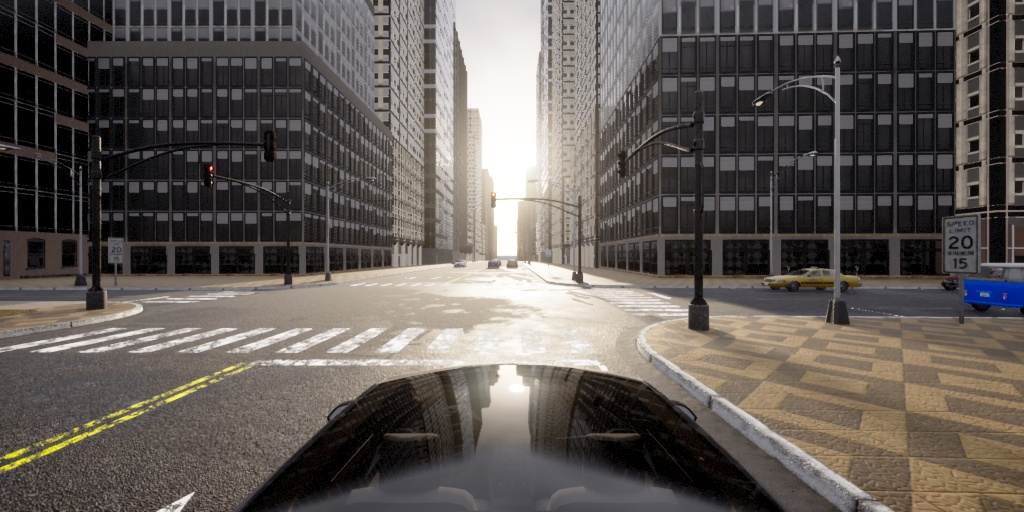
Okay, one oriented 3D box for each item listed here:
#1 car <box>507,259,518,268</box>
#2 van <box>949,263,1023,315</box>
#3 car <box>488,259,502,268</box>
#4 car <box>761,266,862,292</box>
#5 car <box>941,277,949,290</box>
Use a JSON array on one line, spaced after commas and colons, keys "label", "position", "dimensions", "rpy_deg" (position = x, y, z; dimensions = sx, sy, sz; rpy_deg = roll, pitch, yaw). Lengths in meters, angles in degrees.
[{"label": "car", "position": [0.045, 1.425, 63.647], "dimensions": [1.994, 1.385, 4.181], "rpy_deg": [0, 0, 0]}, {"label": "van", "position": [18.366, 1.119, 12.462], "dimensions": [3.998, 1.789, 1.690], "rpy_deg": [0, 0, 2]}, {"label": "car", "position": [-3.206, 1.335, 62.817], "dimensions": [1.882, 1.535, 5.008], "rpy_deg": [0, 0, 0]}, {"label": "car", "position": [17.101, 1.293, 20.635], "dimensions": [4.829, 1.417, 1.751], "rpy_deg": [0, 0, 2]}, {"label": "car", "position": [26.935, 1.356, 20.143], "dimensions": [4.207, 1.307, 1.802], "rpy_deg": [0, 0, 2]}]
